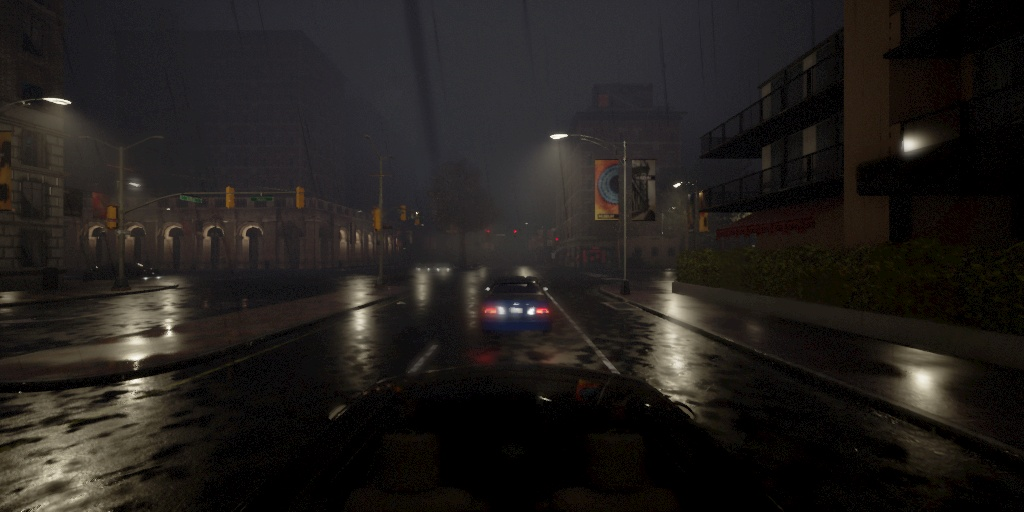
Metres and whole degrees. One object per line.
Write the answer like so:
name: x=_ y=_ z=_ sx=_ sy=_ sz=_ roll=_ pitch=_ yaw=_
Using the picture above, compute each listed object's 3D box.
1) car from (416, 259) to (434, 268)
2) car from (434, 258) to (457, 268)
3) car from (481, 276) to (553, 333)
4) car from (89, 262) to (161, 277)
car: x=-14.527 y=1.228 z=61.723 sx=1.882 sy=1.535 sz=5.008 roll=0 pitch=0 yaw=1
car: x=-11.060 y=1.102 z=59.654 sx=2.097 sy=1.767 sz=4.553 roll=0 pitch=0 yaw=1
car: x=0.145 y=1.297 z=10.705 sx=2.033 sy=1.411 sz=5.357 roll=0 pitch=0 yaw=1
car: x=-37.191 y=1.297 z=34.525 sx=5.357 sy=1.411 sz=2.033 roll=0 pitch=0 yaw=0
